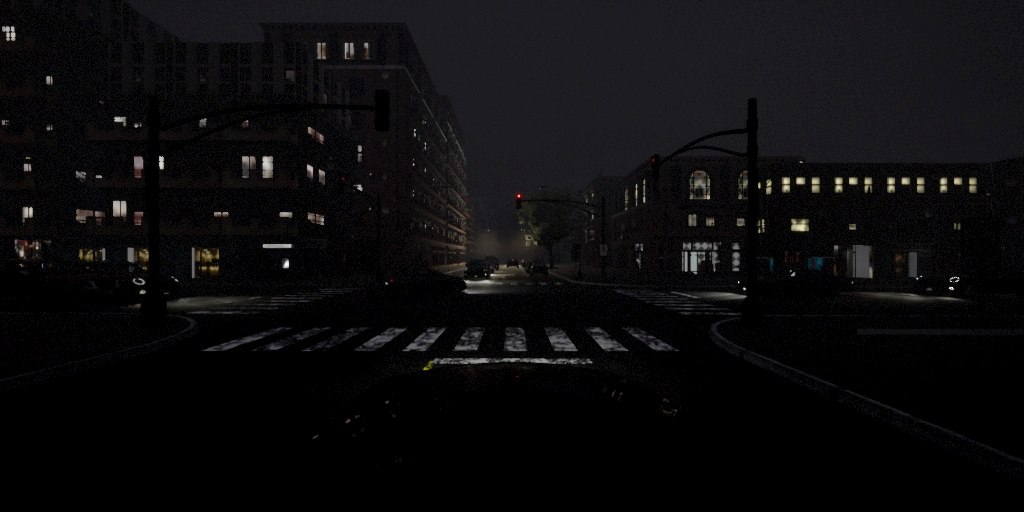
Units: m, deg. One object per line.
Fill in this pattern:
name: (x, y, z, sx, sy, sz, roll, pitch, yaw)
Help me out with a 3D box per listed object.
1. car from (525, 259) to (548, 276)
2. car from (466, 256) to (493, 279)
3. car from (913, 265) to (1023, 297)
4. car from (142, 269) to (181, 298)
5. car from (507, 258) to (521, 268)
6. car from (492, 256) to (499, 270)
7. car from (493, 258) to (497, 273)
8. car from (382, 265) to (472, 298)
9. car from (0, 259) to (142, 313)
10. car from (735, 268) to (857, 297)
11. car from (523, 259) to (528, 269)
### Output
car: (2.709, 1.330, 36.812, 2.007, 1.370, 4.403, 0, 0, 0)
car: (-3.056, 1.124, 32.274, 2.097, 1.767, 4.553, 0, 0, -1)
car: (24.533, 1.219, 19.166, 4.553, 1.767, 2.097, 0, 0, 0)
car: (-17.401, 1.051, 15.692, 4.553, 1.767, 2.097, 0, 0, 0)
car: (0.132, 1.181, 64.061, 2.097, 1.767, 4.553, 0, 0, 0)
car: (-3.063, 1.028, 53.204, 2.150, 2.045, 5.566, 0, 0, 1)
car: (-3.077, 1.314, 42.572, 1.812, 1.442, 4.674, 0, 0, 0)
car: (-4.547, 1.320, 18.801, 4.181, 1.385, 1.994, 0, 0, -34)
car: (-17.270, 1.013, 13.103, 5.009, 1.841, 2.192, 0, 0, 0)
car: (15.033, 1.372, 19.105, 5.357, 1.411, 2.033, 0, 0, 0)
car: (2.712, 1.228, 42.509, 1.967, 1.591, 4.097, 0, 0, 0)
